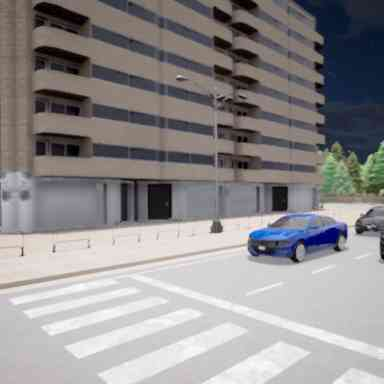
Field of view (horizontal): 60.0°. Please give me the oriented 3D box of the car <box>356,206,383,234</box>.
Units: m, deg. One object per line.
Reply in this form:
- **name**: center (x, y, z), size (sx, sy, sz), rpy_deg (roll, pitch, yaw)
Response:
- **car**: center (10.985, 1.585, 18.975), size (4.892, 1.490, 1.837), rpy_deg (0, -1, -43)

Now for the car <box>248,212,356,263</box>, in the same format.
- **car**: center (4.145, 1.572, 12.667), size (5.008, 1.535, 1.882), rpy_deg (0, -1, -42)

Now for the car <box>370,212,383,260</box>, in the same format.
- **car**: center (8.314, 1.511, 11.741), size (5.008, 1.535, 1.882), rpy_deg (0, -1, -43)
